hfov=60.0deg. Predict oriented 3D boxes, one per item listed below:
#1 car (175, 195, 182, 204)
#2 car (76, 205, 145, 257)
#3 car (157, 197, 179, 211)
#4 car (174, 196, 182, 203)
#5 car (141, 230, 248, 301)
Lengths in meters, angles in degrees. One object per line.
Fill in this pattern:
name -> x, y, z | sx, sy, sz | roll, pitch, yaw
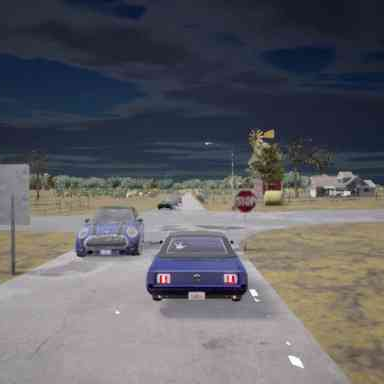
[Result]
car -> -3.042, 1.522, 52.968 | 1.837, 1.490, 4.892 | 0, 0, 0
car -> -2.960, 1.348, 12.916 | 2.097, 1.767, 4.553 | 0, 0, -5
car -> -3.139, 1.608, 41.529 | 1.895, 1.301, 4.718 | 0, 0, 4
car -> -3.127, 1.559, 74.959 | 1.837, 1.490, 4.892 | 0, 0, 0
car -> 0.109, 1.598, 8.253 | 1.895, 1.301, 4.718 | 0, 0, 0
